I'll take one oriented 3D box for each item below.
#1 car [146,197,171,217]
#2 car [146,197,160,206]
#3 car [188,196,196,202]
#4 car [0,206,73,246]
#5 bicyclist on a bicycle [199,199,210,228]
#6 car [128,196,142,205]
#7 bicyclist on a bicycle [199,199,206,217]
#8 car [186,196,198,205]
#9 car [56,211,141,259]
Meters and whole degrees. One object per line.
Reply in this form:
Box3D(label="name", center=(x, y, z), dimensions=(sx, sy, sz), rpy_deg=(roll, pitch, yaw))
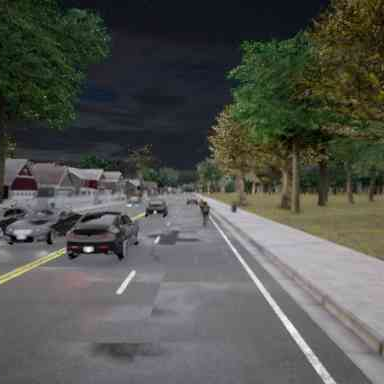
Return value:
Box3D(label="car", center=(-3.145, 1.477, 30.789), dimensions=(1.837, 1.490, 4.892), rpy_deg=(0, 0, 0))
Box3D(label="car", center=(-6.550, 1.561, 56.353), dimensions=(1.895, 1.301, 4.718), rpy_deg=(0, 0, 1))
Box3D(label="car", center=(0.004, 1.547, 75.132), dimensions=(1.895, 1.301, 4.718), rpy_deg=(0, 0, 0))
Box3D(label="car", center=(-6.599, 1.478, 15.317), dimensions=(2.128, 1.511, 4.902), rpy_deg=(0, 0, 0))
Box3D(label="bicyclist on a bicycle", center=(0.898, 1.433, 20.934), dimensions=(0.582, 1.620, 1.656), rpy_deg=(0, 0, 0))
Box3D(label="car", center=(-9.797, 1.486, 57.160), dimensions=(1.812, 1.442, 4.674), rpy_deg=(0, 0, 0))
Box3D(label="bicyclist on a bicycle", center=(0.898, 1.425, 29.938), dimensions=(0.582, 1.620, 1.656), rpy_deg=(0, 0, 0))
Box3D(label="car", center=(0.064, 1.485, 57.555), dimensions=(1.812, 1.442, 4.674), rpy_deg=(0, 0, 1))
Box3D(label="car", center=(-3.148, 1.493, 12.543), dimensions=(1.837, 1.490, 4.892), rpy_deg=(0, 0, 0))
